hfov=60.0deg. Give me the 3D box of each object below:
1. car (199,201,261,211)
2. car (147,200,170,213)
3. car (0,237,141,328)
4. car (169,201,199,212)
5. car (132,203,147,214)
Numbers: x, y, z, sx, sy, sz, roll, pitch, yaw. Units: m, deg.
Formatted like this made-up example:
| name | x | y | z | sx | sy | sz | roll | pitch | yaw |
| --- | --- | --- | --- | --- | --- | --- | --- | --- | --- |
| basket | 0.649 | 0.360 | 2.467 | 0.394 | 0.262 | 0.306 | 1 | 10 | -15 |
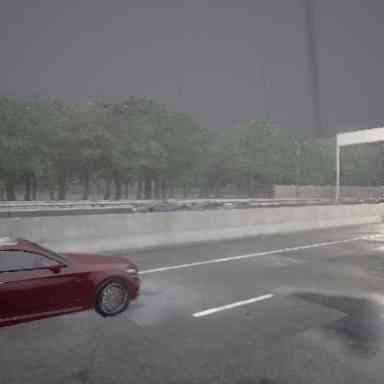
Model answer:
| name | x | y | z | sx | sy | sz | roll | pitch | yaw |
| --- | --- | --- | --- | --- | --- | --- | --- | --- | --- |
| car | 3.395 | 1.553 | 23.479 | 5.357 | 1.411 | 2.033 | 0 | 0 | -35 |
| car | -1.107 | 1.606 | 28.872 | 4.718 | 1.301 | 1.895 | 0 | 0 | -35 |
| car | -3.180 | 1.526 | 5.771 | 4.674 | 1.442 | 1.812 | 0 | 0 | -35 |
| car | 0.986 | 1.517 | 26.066 | 4.892 | 1.490 | 1.837 | 0 | 0 | -35 |
| car | -3.254 | 1.498 | 31.608 | 4.902 | 1.511 | 2.128 | 0 | 0 | -35 |
